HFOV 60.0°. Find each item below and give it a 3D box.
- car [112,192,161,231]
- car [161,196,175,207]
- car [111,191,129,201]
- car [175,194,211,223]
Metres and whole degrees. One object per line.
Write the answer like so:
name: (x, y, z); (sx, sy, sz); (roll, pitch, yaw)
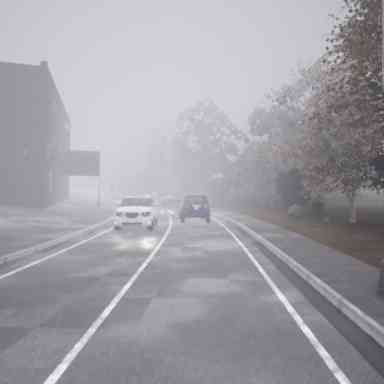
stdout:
car: (-3.324, 1.192, 20.612); (2.150, 2.045, 5.566); (0, 0, -2)
car: (-3.263, 1.224, 44.708); (1.882, 1.535, 5.008); (1, 1, -15)
car: (-13.130, 0.684, 60.390); (2.033, 1.411, 5.357); (2, 2, -26)
car: (0.100, 1.188, 25.683); (2.150, 2.045, 5.566); (0, 1, -5)
